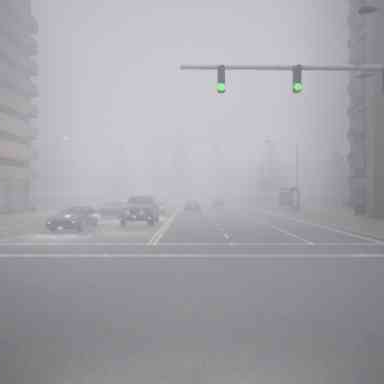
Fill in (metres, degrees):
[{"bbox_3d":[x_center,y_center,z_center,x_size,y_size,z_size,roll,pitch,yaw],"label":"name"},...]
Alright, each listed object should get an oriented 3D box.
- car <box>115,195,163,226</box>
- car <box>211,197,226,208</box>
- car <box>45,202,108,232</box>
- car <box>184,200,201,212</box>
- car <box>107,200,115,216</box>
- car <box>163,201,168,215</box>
[{"bbox_3d":[-3.601,1.226,23.800,2.150,2.045,5.566,0,0,1],"label":"car"},{"bbox_3d":[3.747,1.515,47.124,1.837,1.490,4.892,0,1,6],"label":"car"},{"bbox_3d":[-7.096,1.552,20.560,2.033,1.411,5.357,0,0,0],"label":"car"},{"bbox_3d":[0.097,1.571,39.289,1.994,1.385,4.181,0,0,0],"label":"car"},{"bbox_3d":[-7.067,1.484,30.383,1.882,1.535,5.008,0,0,0],"label":"car"},{"bbox_3d":[-3.547,1.608,33.773,1.895,1.301,4.718,0,0,1],"label":"car"}]
